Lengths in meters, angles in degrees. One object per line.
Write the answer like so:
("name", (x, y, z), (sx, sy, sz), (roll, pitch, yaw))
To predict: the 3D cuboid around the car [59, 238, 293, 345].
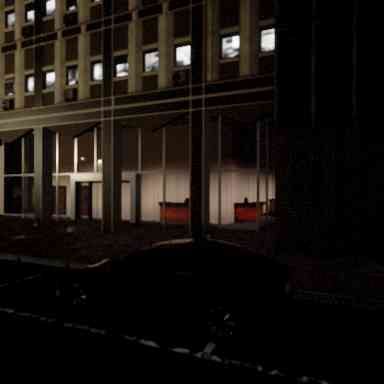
("car", (-0.395, 1.528, 6.079), (4.313, 1.339, 1.947), (0, 0, 25))
